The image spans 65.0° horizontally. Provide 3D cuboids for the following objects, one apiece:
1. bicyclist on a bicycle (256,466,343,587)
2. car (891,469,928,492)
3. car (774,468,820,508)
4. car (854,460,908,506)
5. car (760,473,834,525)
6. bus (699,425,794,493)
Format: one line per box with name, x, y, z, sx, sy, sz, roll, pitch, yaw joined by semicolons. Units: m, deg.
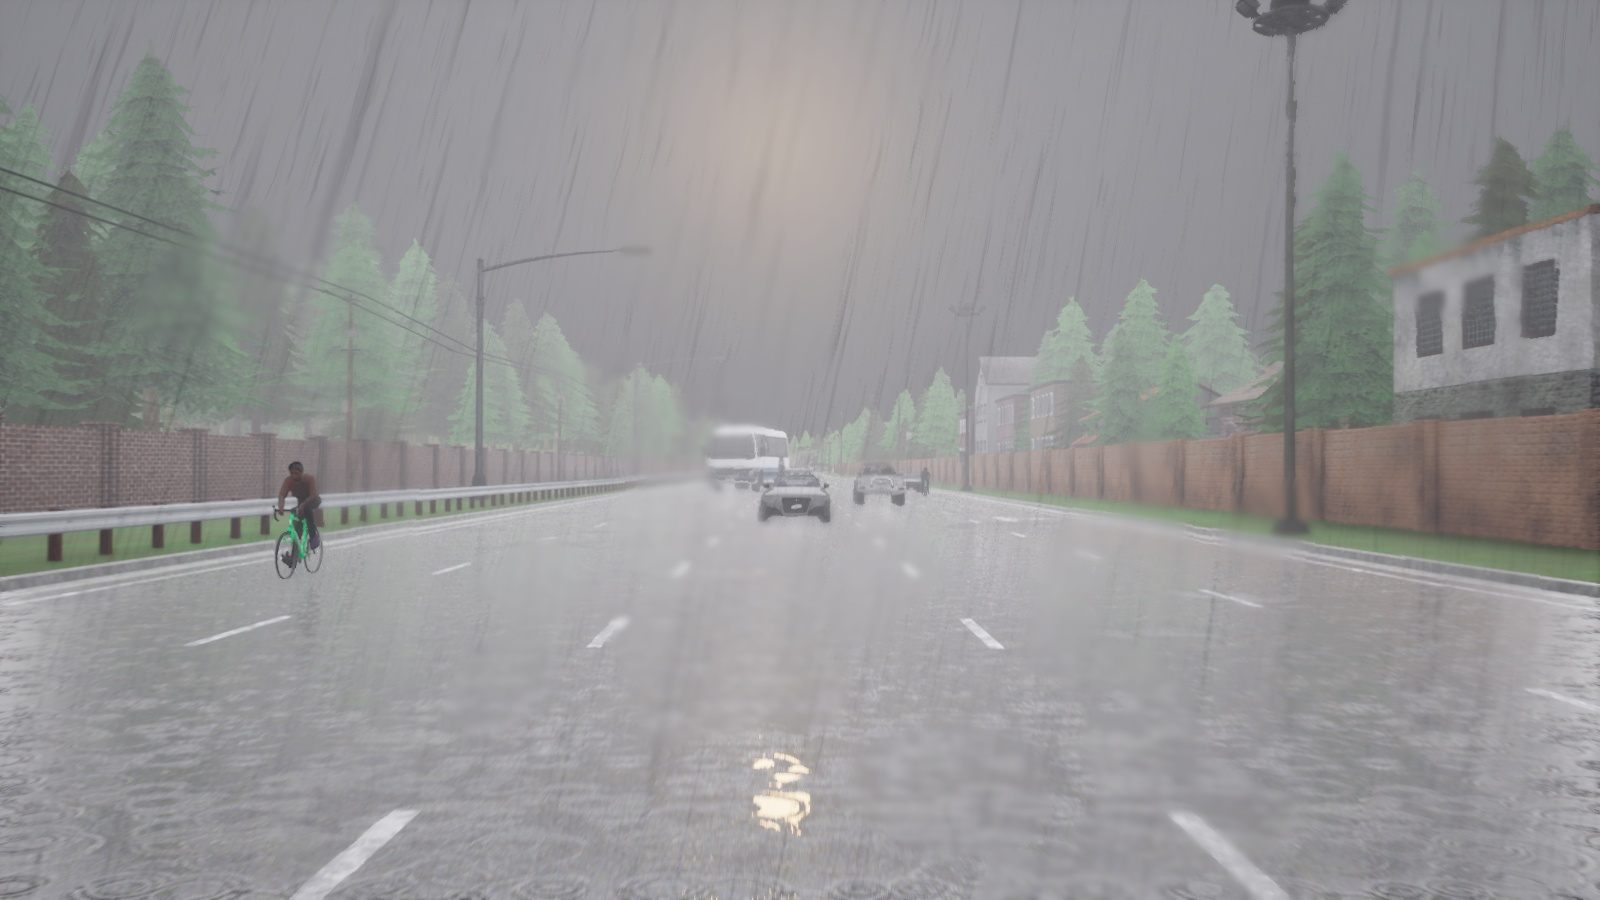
bicyclist on a bicycle;-7.043;1.039;17.745;0.582;1.620;1.656;0;-1;0
car;6.983;1.955;80.524;2.033;1.411;5.357;0;-1;2
car;-0.121;1.487;49.920;1.789;1.549;3.705;0;-1;0
car;3.371;1.355;53.056;1.932;1.855;4.605;0;-1;0
car;-0.088;1.382;36.327;1.994;1.385;4.181;0;-1;0
bus;-3.446;0.634;84.923;3.944;4.253;10.273;-1;-1;12
